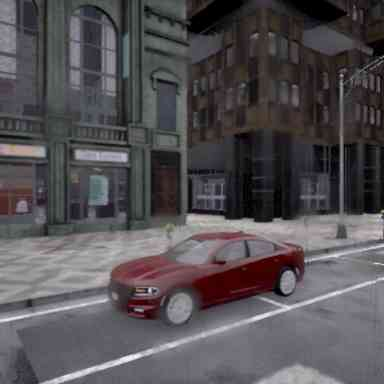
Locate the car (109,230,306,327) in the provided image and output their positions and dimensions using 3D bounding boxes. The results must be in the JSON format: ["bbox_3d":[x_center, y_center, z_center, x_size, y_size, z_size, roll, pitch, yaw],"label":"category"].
[{"bbox_3d":[0.511,1.544,7.014,4.507,1.381,1.887,0,0,-35],"label":"car"}]
